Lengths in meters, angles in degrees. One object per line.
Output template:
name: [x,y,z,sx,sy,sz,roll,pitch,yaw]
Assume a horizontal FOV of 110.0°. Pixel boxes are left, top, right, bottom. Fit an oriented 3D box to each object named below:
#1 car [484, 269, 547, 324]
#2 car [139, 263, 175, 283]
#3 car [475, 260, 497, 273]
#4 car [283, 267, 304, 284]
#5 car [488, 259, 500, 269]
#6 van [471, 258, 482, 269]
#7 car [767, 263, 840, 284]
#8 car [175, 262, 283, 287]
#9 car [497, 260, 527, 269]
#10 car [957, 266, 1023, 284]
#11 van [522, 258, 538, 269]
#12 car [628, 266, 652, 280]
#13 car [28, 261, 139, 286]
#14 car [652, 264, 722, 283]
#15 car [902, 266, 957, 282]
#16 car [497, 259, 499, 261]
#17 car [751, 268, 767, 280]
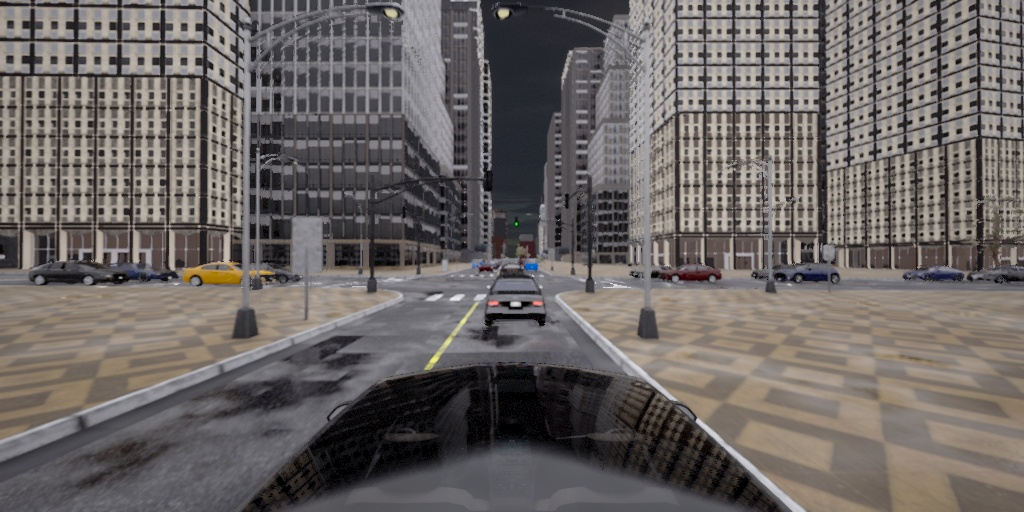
car: [0.094,1.330,12.013,2.033,1.411,5.357,0,0,0]
car: [-27.254,1.161,25.736,5.357,1.411,2.033,0,0,-1]
car: [-3.264,1.484,45.724,1.895,1.301,4.718,0,0,-2]
car: [-17.624,1.218,25.948,4.674,1.442,1.812,0,0,-1]
car: [-3.152,1.418,64.438,1.882,1.535,5.008,0,1,1]
van: [-5.823,1.268,60.244,1.690,1.789,3.998,0,0,0]
car: [24.822,1.381,30.330,4.553,1.767,2.097,0,0,-1]
car: [-17.766,1.144,22.693,5.008,1.535,1.882,1,0,-1]
car: [-0.037,1.312,29.461,1.882,1.535,5.008,0,0,-1]
car: [42.146,1.632,30.781,4.902,1.511,2.128,1,0,-2]
van: [2.639,1.234,49.145,1.690,1.789,3.998,0,0,0]
car: [13.343,1.579,33.338,4.718,1.301,1.895,0,0,-1]
car: [-27.027,1.095,22.492,4.892,1.490,1.837,1,0,-1]
car: [14.871,1.441,30.107,5.008,1.535,1.882,0,0,-1]
car: [39.880,1.676,33.958,4.674,1.442,1.812,0,0,-2]
car: [-3.200,1.437,54.945,1.812,1.442,4.674,0,0,0]
car: [25.068,1.561,33.584,4.892,1.490,1.837,1,0,-1]
